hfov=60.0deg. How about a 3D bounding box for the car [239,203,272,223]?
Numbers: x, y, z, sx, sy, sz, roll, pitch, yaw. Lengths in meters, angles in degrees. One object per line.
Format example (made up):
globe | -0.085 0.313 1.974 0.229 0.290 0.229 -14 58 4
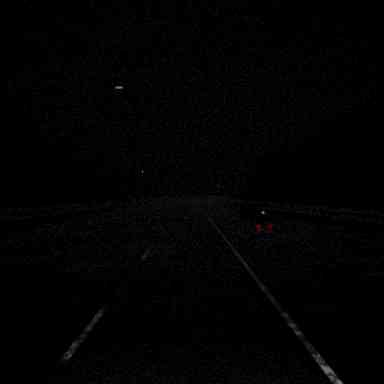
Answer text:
car | 5.511 1.755 29.232 2.033 1.649 4.856 0 -1 -7
